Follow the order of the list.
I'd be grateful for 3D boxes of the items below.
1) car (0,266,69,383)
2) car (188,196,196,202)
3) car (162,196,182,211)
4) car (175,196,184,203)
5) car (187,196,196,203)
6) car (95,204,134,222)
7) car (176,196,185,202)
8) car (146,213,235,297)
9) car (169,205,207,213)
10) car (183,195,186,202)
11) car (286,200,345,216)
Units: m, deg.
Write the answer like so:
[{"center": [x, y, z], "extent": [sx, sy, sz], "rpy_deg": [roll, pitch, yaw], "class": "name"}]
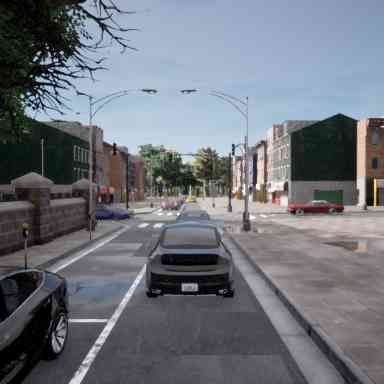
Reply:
[{"center": [-2.646, 1.565, 3.237], "extent": [1.947, 1.339, 4.313], "rpy_deg": [-1, 0, 0], "class": "car"}, {"center": [-0.046, 1.671, 82.145], "extent": [2.033, 1.411, 5.357], "rpy_deg": [0, 0, 0], "class": "car"}, {"center": [-2.670, 1.478, 41.557], "extent": [1.967, 1.590, 4.097], "rpy_deg": [-1, 0, 0], "class": "car"}, {"center": [-2.688, 1.655, 74.165], "extent": [1.887, 1.381, 4.507], "rpy_deg": [-1, 0, 0], "class": "car"}, {"center": [-0.029, 1.582, 71.711], "extent": [1.882, 1.535, 5.008], "rpy_deg": [0, 0, 0], "class": "car"}, {"center": [-7.454, 1.670, 26.873], "extent": [5.357, 1.411, 2.033], "rpy_deg": [-1, 1, 0], "class": "car"}, {"center": [-2.691, 1.690, 79.600], "extent": [1.947, 1.339, 4.313], "rpy_deg": [-1, 0, 0], "class": "car"}, {"center": [-0.027, 1.505, 8.532], "extent": [1.837, 1.490, 4.892], "rpy_deg": [0, 0, 0], "class": "car"}, {"center": [0.091, 1.552, 15.977], "extent": [2.033, 1.411, 5.357], "rpy_deg": [0, 0, 0], "class": "car"}, {"center": [-2.682, 1.628, 63.296], "extent": [1.887, 1.381, 4.507], "rpy_deg": [-1, 0, 0], "class": "car"}, {"center": [10.941, 1.428, 29.835], "extent": [4.718, 1.301, 1.895], "rpy_deg": [-1, 1, 0], "class": "car"}]
